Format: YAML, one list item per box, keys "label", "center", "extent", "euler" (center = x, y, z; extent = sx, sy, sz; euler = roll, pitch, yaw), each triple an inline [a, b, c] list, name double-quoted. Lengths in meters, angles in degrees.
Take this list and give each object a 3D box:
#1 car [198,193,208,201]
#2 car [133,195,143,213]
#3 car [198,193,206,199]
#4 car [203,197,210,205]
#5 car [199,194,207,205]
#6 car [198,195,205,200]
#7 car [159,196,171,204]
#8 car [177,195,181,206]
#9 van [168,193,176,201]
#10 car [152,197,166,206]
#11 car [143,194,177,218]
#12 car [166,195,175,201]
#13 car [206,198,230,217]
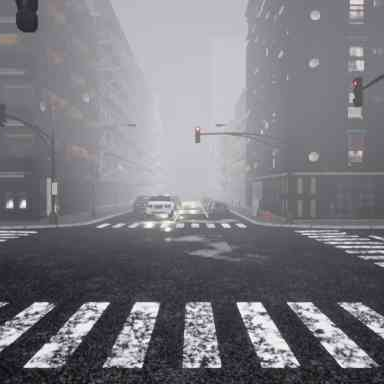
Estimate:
- label: "car"
  center: [2.673, 1.280, 81.249]
  extent: [2.192, 1.841, 5.009]
  euler: [-1, 0, 0]
- label: "car"
  center: [-5.273, 1.303, 37.006]
  extent: [2.192, 1.841, 5.009]
  euler: [-1, 0, 0]
- label: "car"
  center: [2.669, 1.551, 75.709]
  extent: [1.802, 1.307, 4.206]
  euler: [-1, 0, 0]
- label: "car"
  center: [2.610, 1.539, 36.935]
  extent: [2.008, 1.369, 4.403]
  euler: [-1, 0, 0]
- label: "car"
  center: [2.643, 1.523, 59.092]
  extent: [1.887, 1.381, 4.507]
  euler: [-1, 0, 0]
- label: "car"
  center: [2.693, 1.539, 92.327]
  extent: [1.802, 1.307, 4.206]
  euler: [-1, 0, 0]
- label: "car"
  center: [-5.228, 1.557, 64.692]
  extent: [1.802, 1.307, 4.206]
  euler: [-1, 0, 0]
- label: "car"
  center: [-2.787, 1.477, 40.873]
  extent: [2.128, 1.511, 4.902]
  euler: [0, 0, 0]
- label: "van"
  center: [-5.198, 1.302, 86.841]
  extent: [1.690, 1.788, 3.998]
  euler: [-1, 0, 0]
- label: "car"
  center: [-5.245, 1.563, 53.618]
  extent: [1.802, 1.307, 4.206]
  euler: [-1, 0, 0]
- label: "car"
  center: [-2.810, 1.212, 30.395]
  extent: [2.150, 2.045, 5.566]
  euler: [0, 0, 0]
- label: "car"
  center: [-5.204, 1.490, 81.134]
  extent: [1.752, 1.417, 4.829]
  euler: [-1, 0, 0]
- label: "car"
  center: [2.602, 1.572, 31.396]
  extent: [1.802, 1.307, 4.206]
  euler: [-1, 0, 0]
